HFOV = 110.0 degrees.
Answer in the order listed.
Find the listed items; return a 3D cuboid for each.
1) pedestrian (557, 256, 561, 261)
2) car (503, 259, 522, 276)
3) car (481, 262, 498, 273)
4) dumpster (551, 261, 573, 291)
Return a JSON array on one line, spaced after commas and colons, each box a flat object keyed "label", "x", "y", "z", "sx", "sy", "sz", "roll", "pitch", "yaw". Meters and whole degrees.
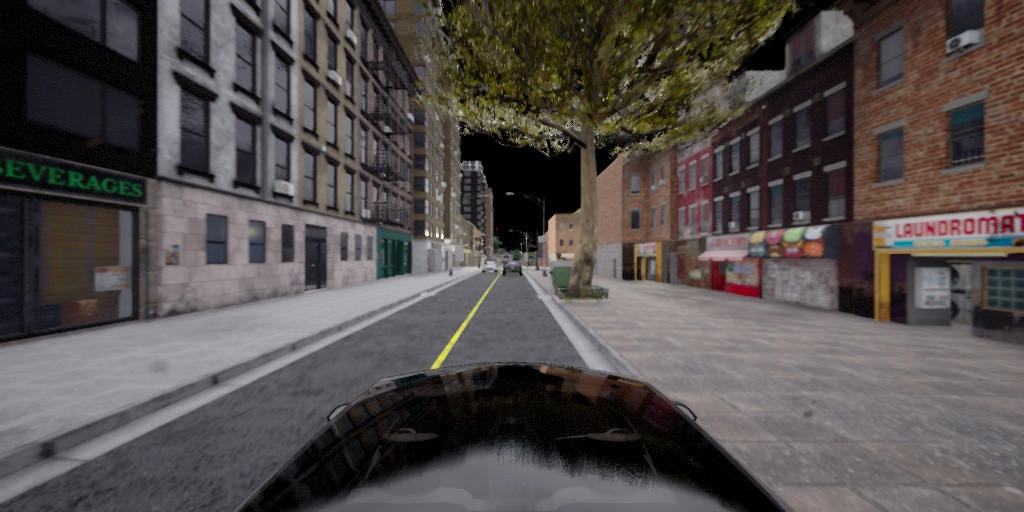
[{"label": "pedestrian", "x": 2.851, "y": 0.893, "z": 21.435, "sx": 0.375, "sy": 1.860, "sz": 0.375, "roll": 0, "pitch": 0, "yaw": -10}, {"label": "car", "x": 0.065, "y": 1.193, "z": 39.252, "sx": 2.097, "sy": 1.767, "sz": 4.553, "roll": 0, "pitch": 0, "yaw": 0}, {"label": "car", "x": -2.800, "y": 1.426, "z": 45.712, "sx": 1.812, "sy": 1.442, "sz": 4.674, "roll": 0, "pitch": -1, "yaw": 1}, {"label": "dumpster", "x": 3.004, "y": 1.145, "z": 20.458, "sx": 1.020, "sy": 1.700, "sz": 1.940, "roll": 0, "pitch": 0, "yaw": 0}]
